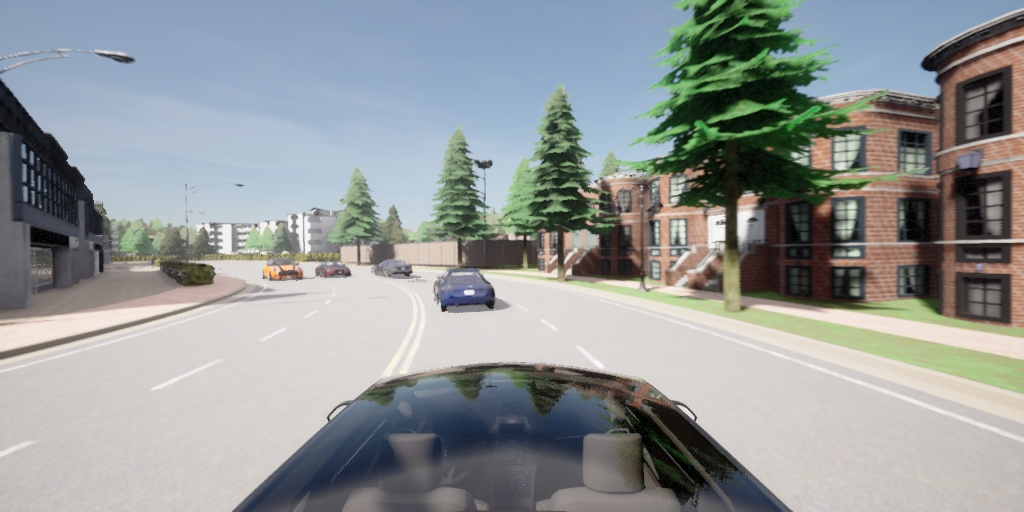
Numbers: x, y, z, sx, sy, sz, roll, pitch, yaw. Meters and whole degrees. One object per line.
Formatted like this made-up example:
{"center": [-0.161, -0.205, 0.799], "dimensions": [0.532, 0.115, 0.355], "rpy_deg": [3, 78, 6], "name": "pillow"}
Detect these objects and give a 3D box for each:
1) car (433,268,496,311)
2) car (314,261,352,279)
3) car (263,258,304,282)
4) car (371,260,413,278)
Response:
{"center": [-1.953, 1.165, 13.877], "dimensions": [1.994, 1.385, 4.181], "rpy_deg": [-1, 1, -15], "name": "car"}
{"center": [-14.941, 1.111, 29.850], "dimensions": [1.994, 1.385, 4.181], "rpy_deg": [-1, 1, -42], "name": "car"}
{"center": [-17.758, 0.968, 27.767], "dimensions": [2.097, 1.767, 4.553], "rpy_deg": [-2, 1, -42], "name": "car"}
{"center": [-10.028, 1.028, 29.862], "dimensions": [2.033, 1.411, 5.357], "rpy_deg": [-1, 1, -38], "name": "car"}
